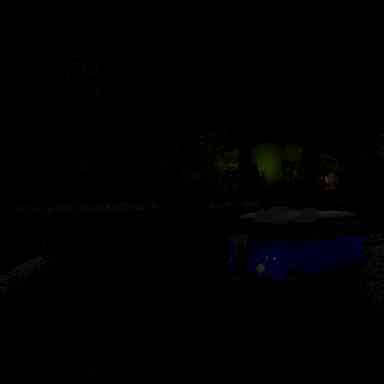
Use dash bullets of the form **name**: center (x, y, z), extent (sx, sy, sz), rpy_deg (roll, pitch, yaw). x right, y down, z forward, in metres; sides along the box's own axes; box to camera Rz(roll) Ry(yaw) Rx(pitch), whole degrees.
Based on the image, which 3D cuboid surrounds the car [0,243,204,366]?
- **car**: center (-1.901, 1.552, 5.179), extent (4.507, 1.381, 1.887), rpy_deg (0, 0, -35)

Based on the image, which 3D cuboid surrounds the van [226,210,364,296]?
- **van**: center (2.706, 1.375, 8.464), extent (3.998, 1.788, 1.690), rpy_deg (0, 0, -35)
